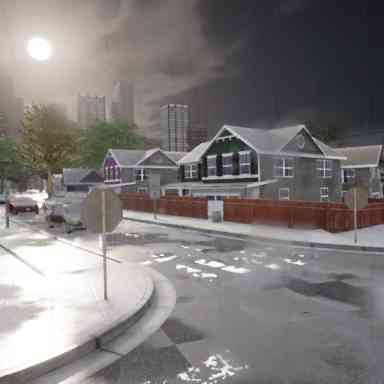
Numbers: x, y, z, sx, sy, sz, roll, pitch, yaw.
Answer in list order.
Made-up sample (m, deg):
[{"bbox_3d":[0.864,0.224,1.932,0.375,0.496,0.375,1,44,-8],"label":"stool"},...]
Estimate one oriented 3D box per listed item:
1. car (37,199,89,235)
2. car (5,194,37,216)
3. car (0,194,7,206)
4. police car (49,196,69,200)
[{"bbox_3d":[-6.600,1.386,18.373,2.033,1.411,5.357,-2,2,-38],"label":"car"},{"bbox_3d":[-14.959,1.179,29.474,1.882,1.535,5.008,-2,1,-35],"label":"car"},{"bbox_3d":[-24.363,1.025,43.647,1.882,1.535,5.008,-2,1,-32],"label":"car"},{"bbox_3d":[-12.386,1.149,30.881,2.038,1.542,4.974,-2,1,-37],"label":"police car"}]
